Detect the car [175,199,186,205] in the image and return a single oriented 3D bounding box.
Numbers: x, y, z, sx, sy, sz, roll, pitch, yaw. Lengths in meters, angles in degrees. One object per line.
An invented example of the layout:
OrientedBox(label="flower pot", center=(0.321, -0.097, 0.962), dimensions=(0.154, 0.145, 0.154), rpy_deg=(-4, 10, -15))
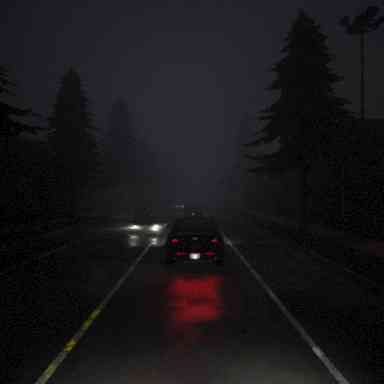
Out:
OrientedBox(label="car", center=(-2.066, 2.038, 68.165), dimensions=(1.994, 1.385, 4.181), rpy_deg=(0, 0, 14))

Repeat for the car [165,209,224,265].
OrientedBox(label="car", center=(0.091, 1.593, 12.023), dimensions=(1.837, 1.490, 4.892), rpy_deg=(0, 0, 0))

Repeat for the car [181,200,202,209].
OrientedBox(label="car", center=(0.100, 1.844, 34.289), dimensions=(1.895, 1.301, 4.718), rpy_deg=(0, 0, 0))

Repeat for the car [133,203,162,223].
OrientedBox(label="car", center=(-3.599, 1.672, 27.448), dimensions=(1.882, 1.535, 5.008), rpy_deg=(0, 0, 0))
